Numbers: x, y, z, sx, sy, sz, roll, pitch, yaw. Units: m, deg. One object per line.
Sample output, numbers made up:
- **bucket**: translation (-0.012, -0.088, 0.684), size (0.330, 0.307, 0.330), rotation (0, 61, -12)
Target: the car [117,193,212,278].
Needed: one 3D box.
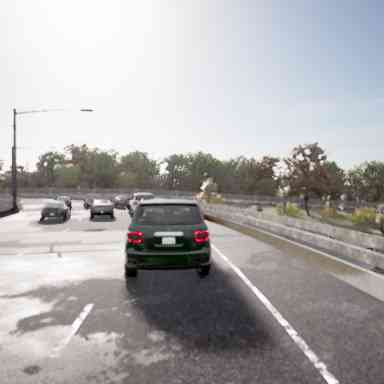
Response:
- **car**: translation (-0.754, 1.183, 10.179), size (2.150, 2.045, 5.566), rotation (0, 0, -5)

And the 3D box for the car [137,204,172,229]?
- **car**: translation (-2.589, 1.520, 21.860), size (1.895, 1.301, 4.718), rotation (0, 0, -11)

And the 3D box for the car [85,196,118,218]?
- **car**: translation (-7.721, 1.389, 28.534), size (2.128, 1.511, 4.902), rotation (0, 0, -15)

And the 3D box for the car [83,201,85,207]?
- **car**: translation (-13.049, 1.446, 43.348), size (1.895, 1.301, 4.718), rotation (0, 0, -24)

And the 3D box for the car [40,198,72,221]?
- **car**: translation (-10.759, 1.433, 26.420), size (1.812, 1.442, 4.674), rotation (0, 0, -15)

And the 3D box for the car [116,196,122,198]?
- **car**: translation (-9.742, 1.329, 44.506), size (2.128, 1.511, 4.902), rotation (0, 0, -23)
